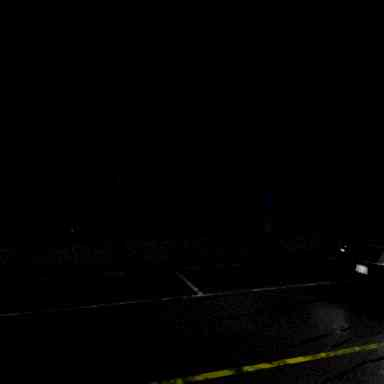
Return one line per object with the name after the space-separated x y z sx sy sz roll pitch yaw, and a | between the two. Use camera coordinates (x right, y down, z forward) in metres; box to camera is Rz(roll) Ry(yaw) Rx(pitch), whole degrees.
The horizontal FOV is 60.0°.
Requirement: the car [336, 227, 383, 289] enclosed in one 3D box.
6.091 1.218 7.618 5.566 2.045 2.150 0 0 -18 | car
